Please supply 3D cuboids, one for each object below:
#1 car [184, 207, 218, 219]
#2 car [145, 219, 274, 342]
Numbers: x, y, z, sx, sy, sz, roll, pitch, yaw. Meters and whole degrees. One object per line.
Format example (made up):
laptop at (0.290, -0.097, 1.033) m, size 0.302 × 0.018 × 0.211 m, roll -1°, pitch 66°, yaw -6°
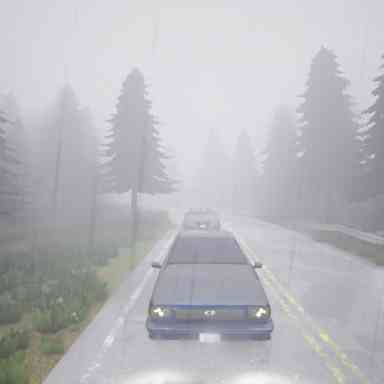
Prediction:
car at (0.499, 1.584, 19.180) m, size 1.994 × 1.385 × 4.181 m, roll 0°, pitch 0°, yaw -2°
car at (0.294, 1.558, 7.095) m, size 2.033 × 1.411 × 5.357 m, roll 0°, pitch 0°, yaw 1°
